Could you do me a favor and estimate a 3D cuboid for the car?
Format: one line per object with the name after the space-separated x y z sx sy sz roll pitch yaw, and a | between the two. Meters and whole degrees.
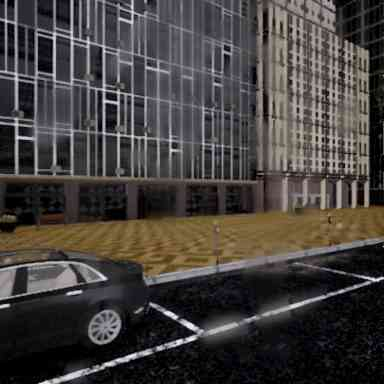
-2.711 1.549 4.627 4.403 1.369 2.008 0 0 -35 | car
